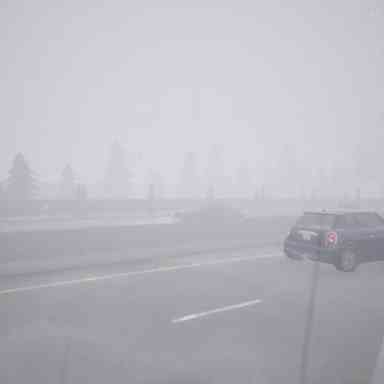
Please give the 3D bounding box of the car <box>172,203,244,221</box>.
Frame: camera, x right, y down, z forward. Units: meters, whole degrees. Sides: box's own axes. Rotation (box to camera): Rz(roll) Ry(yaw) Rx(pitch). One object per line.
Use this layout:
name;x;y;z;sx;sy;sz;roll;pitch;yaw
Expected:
car;1.282;1.499;24.756;5.357;1.411;2.033;0;0;-27

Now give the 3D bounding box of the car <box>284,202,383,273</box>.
car;5.207;1.335;10.741;4.553;1.767;2.097;0;0;-29

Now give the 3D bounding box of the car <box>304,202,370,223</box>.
car;11.000;1.510;25.226;4.674;1.442;1.812;0;0;-21
